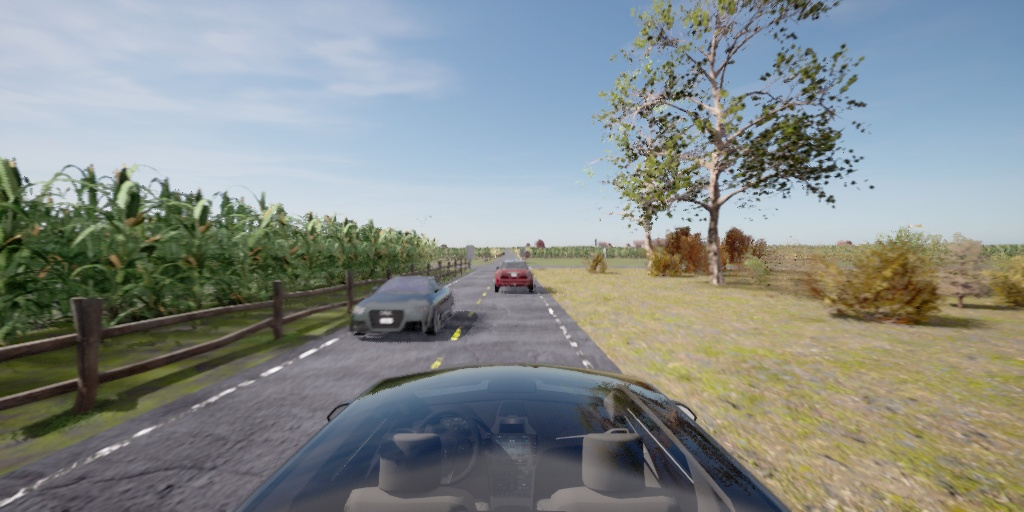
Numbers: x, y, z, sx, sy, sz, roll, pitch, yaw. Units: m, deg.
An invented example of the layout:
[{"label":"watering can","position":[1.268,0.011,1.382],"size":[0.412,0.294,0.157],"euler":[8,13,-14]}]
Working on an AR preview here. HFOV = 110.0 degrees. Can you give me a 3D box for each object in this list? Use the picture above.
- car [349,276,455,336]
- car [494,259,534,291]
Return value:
[{"label":"car","position":[-2.851,1.270,10.126],"size":[1.994,1.385,4.181],"euler":[0,0,0]},{"label":"car","position":[0.105,0.996,20.727],"size":[2.097,1.767,4.553],"euler":[0,0,0]}]
